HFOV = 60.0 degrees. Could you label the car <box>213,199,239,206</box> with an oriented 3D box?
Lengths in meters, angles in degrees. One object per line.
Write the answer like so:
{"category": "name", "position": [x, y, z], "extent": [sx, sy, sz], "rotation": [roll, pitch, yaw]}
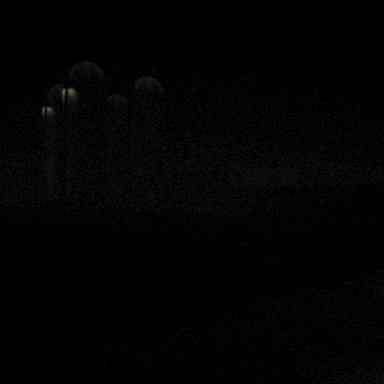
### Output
{"category": "car", "position": [5.141, 1.864, 50.782], "extent": [2.097, 1.767, 4.553], "rotation": [1, 0, -35]}
